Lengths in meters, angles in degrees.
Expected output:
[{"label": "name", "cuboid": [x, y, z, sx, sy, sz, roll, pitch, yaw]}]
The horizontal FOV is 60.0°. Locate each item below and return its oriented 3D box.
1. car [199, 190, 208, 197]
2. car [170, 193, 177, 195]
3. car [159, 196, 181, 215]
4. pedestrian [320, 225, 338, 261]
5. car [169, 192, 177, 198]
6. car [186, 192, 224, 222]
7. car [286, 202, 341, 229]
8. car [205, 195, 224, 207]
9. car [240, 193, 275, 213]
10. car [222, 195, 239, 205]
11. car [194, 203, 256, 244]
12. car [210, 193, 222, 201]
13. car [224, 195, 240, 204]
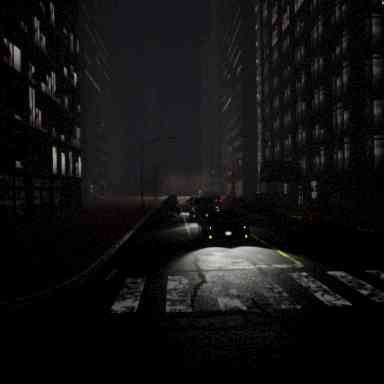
[{"label": "car", "cuboid": [3.192, 0.431, 93.363, 2.192, 1.841, 5.009, 0, 1, -3]}, {"label": "car", "cuboid": [-2.889, 1.238, 47.832, 1.802, 1.307, 4.206, 0, 1, -3]}, {"label": "car", "cuboid": [-2.032, 1.367, 30.926, 1.947, 1.339, 4.313, 0, 1, -3]}, {"label": "pedestrian", "cuboid": [4.248, 1.562, 10.237, 0.500, 1.100, 0.500, 0, 0, -3]}, {"label": "car", "cuboid": [-4.889, 0.749, 87.279, 1.967, 1.590, 4.097, 0, 1, -3]}, {"label": "car", "cuboid": [0.862, 1.163, 24.792, 2.097, 1.767, 4.553, -1, 1, -3]}, {"label": "car", "cuboid": [6.901, 1.286, 19.456, 1.752, 1.417, 4.829, 0, 1, -3]}, {"label": "car", "cuboid": [3.016, 1.129, 45.519, 2.033, 1.411, 5.357, -1, 1, -3]}, {"label": "car", "cuboid": [6.332, 0.974, 31.389, 2.192, 1.841, 5.009, 0, 1, -3]}, {"label": "car", "cuboid": [5.478, 1.096, 48.293, 1.802, 1.307, 4.206, 0, 1, -3]}, {"label": "car", "cuboid": [1.348, 1.454, 15.243, 1.994, 1.385, 4.181, -1, 1, -3]}, {"label": "car", "cuboid": [4.621, 0.911, 65.195, 1.887, 1.381, 4.507, 0, 1, -3]}, {"label": "car", "cuboid": [5.764, 1.108, 42.659, 1.887, 1.381, 4.507, 0, 1, -3]}]
